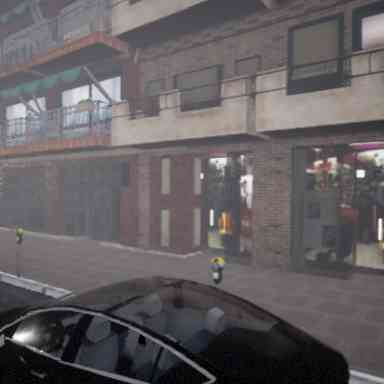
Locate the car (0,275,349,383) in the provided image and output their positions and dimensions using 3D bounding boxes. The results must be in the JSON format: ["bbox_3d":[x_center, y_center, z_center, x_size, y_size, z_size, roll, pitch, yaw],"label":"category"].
[{"bbox_3d":[-0.729,1.575,3.344,4.313,1.339,1.947,0,1,36],"label":"car"}]
